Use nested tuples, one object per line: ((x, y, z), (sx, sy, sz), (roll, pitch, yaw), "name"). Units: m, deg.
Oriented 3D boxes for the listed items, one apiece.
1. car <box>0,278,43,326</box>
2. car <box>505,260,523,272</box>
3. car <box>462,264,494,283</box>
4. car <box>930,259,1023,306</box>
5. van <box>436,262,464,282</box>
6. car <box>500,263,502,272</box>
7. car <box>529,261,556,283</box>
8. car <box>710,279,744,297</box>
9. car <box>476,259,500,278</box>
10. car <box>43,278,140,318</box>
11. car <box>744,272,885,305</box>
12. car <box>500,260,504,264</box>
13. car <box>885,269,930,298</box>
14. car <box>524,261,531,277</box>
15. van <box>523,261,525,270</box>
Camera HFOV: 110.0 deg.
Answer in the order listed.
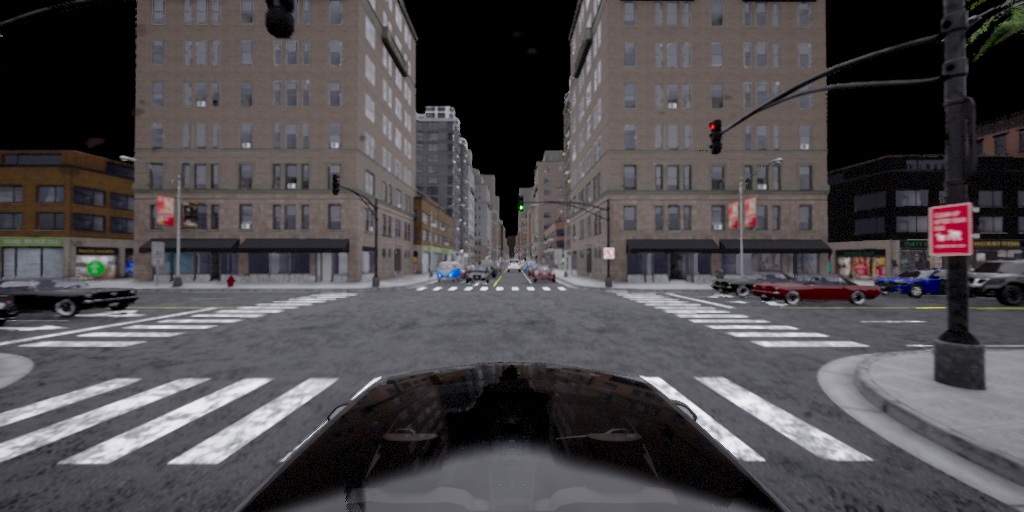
((-16.652, 1.310, 9.748), (4.902, 1.511, 2.128), (0, -1, 0), "car")
((0.369, 1.616, 60.158), (2.150, 2.045, 5.566), (0, -1, 0), "car")
((-2.956, 1.651, 32.215), (1.994, 1.385, 4.181), (0, -1, 0), "car")
((23.605, 1.171, 16.677), (5.566, 2.045, 2.150), (0, -1, 0), "car")
((-5.711, 1.432, 32.569), (1.690, 1.789, 3.998), (0, 0, 0), "van")
((-2.864, 1.899, 51.312), (1.895, 1.301, 4.718), (0, -1, 0), "car")
((2.814, 1.531, 32.533), (1.967, 1.591, 4.097), (0, 0, 0), "car")
((13.732, 1.565, 19.872), (4.718, 1.301, 1.895), (0, -1, 0), "car")
((-2.910, 1.412, 41.526), (2.150, 2.045, 5.566), (0, -1, 0), "car")
((-16.674, 1.451, 13.018), (4.718, 1.301, 1.895), (0, -1, -1), "car")
((13.851, 1.534, 16.622), (4.718, 1.301, 1.895), (0, -1, 0), "car")
((-2.774, 1.934, 61.414), (1.812, 1.442, 4.674), (0, -1, 1), "car")
((23.051, 1.458, 19.920), (5.008, 1.535, 1.882), (0, -1, 0), "car")
((2.865, 1.656, 43.870), (1.967, 1.591, 4.097), (0, 0, 0), "car")
((2.916, 1.682, 55.208), (1.690, 1.789, 3.998), (0, 0, 0), "van")
